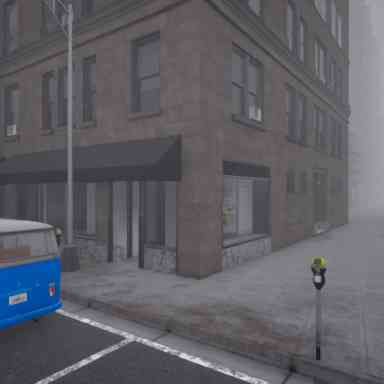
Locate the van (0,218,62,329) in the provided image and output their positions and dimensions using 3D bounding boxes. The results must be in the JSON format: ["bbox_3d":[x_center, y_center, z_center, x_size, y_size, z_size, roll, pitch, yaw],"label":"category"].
[{"bbox_3d":[-4.073,1.340,5.985,3.998,1.788,1.690,0,0,36],"label":"van"}]
